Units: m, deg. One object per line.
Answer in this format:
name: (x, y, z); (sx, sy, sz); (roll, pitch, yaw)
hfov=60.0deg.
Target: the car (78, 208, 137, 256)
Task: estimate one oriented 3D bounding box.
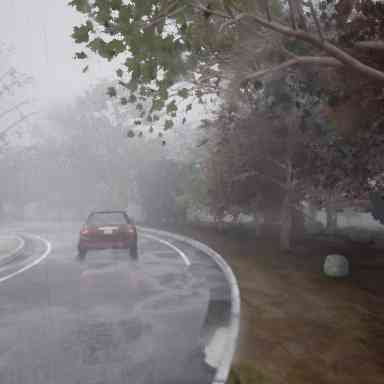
car: (-3.544, 1.464, 13.972); (2.097, 1.767, 4.553); (0, -1, -15)
